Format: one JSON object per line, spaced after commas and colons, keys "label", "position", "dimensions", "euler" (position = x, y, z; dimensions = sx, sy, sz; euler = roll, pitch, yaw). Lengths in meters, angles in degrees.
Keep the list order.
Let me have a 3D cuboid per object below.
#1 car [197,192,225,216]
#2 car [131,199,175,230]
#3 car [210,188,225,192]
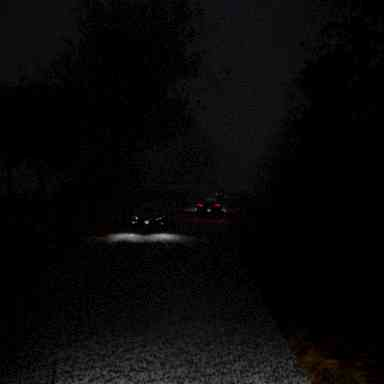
{"label": "car", "position": [1.380, 0.993, 25.426], "dimensions": [1.812, 1.442, 4.674], "euler": [0, 2, 5]}
{"label": "car", "position": [-2.061, 1.190, 18.885], "dimensions": [1.837, 1.490, 4.892], "euler": [2, 2, 4]}
{"label": "car", "position": [3.243, 0.163, 42.706], "dimensions": [2.033, 1.411, 5.357], "euler": [0, 3, 7]}
